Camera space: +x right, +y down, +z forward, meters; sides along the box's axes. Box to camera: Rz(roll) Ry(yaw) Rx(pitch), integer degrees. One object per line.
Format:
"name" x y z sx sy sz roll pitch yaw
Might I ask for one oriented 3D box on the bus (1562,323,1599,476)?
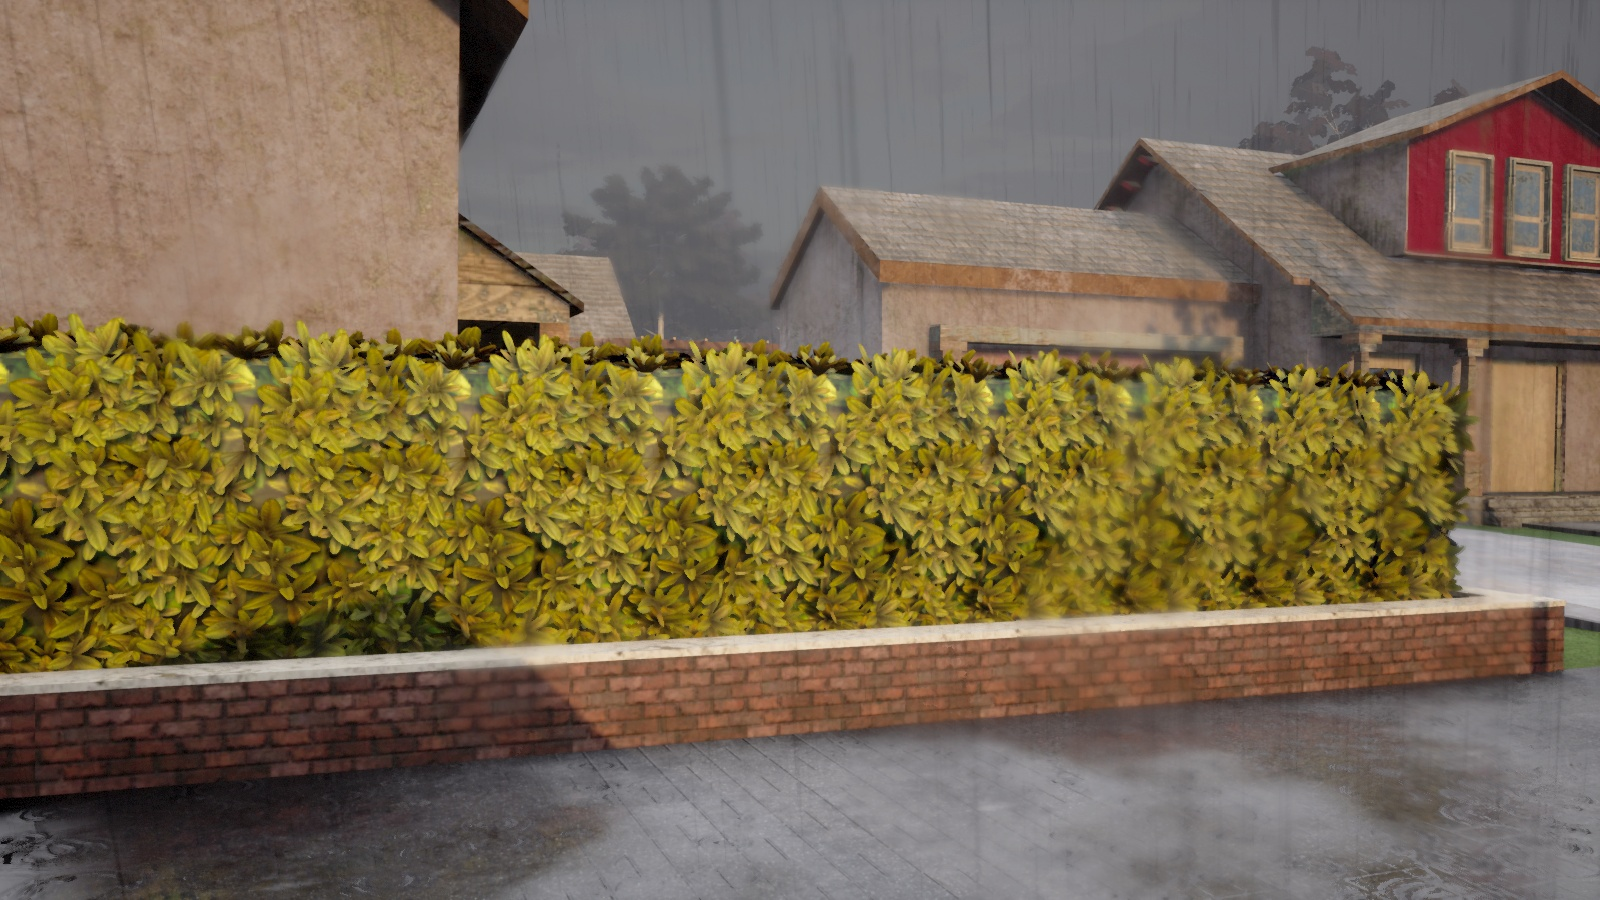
"bus" 25.421 -1.371 31.844 3.944 4.253 10.273 -1 1 -19
